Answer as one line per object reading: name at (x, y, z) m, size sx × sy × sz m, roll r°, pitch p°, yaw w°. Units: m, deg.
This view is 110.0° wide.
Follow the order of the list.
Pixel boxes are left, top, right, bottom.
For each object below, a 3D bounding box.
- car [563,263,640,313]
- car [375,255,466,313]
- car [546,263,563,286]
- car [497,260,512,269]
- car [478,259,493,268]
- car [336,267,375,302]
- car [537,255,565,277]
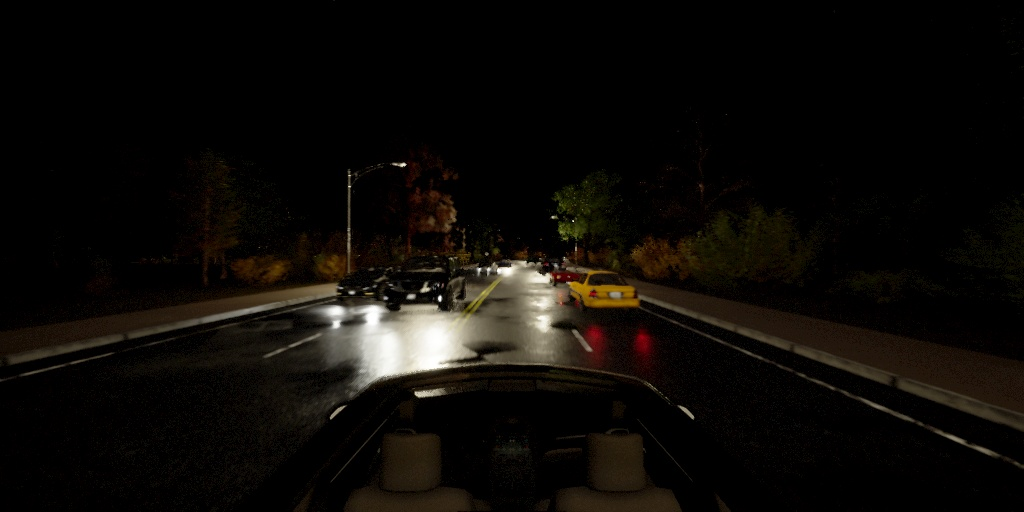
car at (3.347, 1.210, 14.031) m, size 1.801 × 1.575 × 5.366 m, roll 0°, pitch 0°, yaw 1°
car at (-3.225, 0.961, 14.398) m, size 2.150 × 2.045 × 5.566 m, roll 0°, pitch 0°, yaw 1°
car at (3.616, 1.349, 24.792) m, size 1.895 × 1.301 × 4.718 m, roll 0°, pitch 0°, yaw 2°
car at (-1.166, 1.296, 56.619) m, size 1.895 × 1.301 × 4.718 m, roll 0°, pitch 0°, yaw 5°
car at (-4.301, 1.189, 58.208) m, size 1.837 × 1.490 × 4.892 m, roll 0°, pitch 0°, yaw 5°
car at (-6.418, 1.237, 16.922) m, size 1.837 × 1.490 × 4.892 m, roll 0°, pitch 0°, yaw 1°
car at (4.005, 0.961, 35.873) m, size 2.150 × 2.045 × 5.566 m, roll 0°, pitch 0°, yaw 0°
